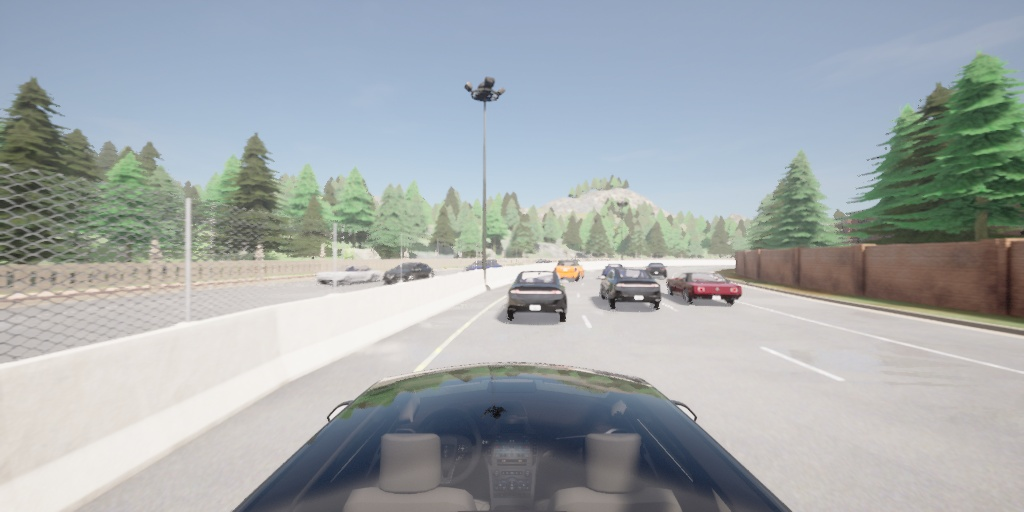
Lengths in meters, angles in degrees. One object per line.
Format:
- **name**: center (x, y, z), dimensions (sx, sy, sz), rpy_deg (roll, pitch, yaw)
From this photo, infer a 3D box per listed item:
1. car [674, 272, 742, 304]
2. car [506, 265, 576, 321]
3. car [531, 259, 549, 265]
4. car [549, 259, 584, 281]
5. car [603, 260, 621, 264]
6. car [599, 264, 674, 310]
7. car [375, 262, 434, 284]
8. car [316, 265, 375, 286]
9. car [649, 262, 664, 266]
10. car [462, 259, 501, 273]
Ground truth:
- **car**: center (8.579, 1.377, 16.524), dimensions (1.895, 1.301, 4.718), rpy_deg (0, 0, 10)
- **car**: center (0.942, 1.239, 12.477), dimensions (2.128, 1.511, 4.902), rpy_deg (0, 0, 7)
- **car**: center (5.136, 1.226, 62.653), dimensions (2.128, 1.511, 4.902), rpy_deg (0, 0, 34)
- **car**: center (4.791, 1.104, 29.898), dimensions (2.097, 1.767, 4.553), rpy_deg (0, 0, 17)
- **car**: center (9.197, 1.333, 32.036), dimensions (1.994, 1.385, 4.181), rpy_deg (0, 0, 19)
- **car**: center (4.810, 1.253, 15.001), dimensions (2.128, 1.511, 4.902), rpy_deg (0, 0, 8)
- **car**: center (-7.413, 1.209, 25.993), dimensions (1.837, 1.490, 4.892), rpy_deg (0, 0, 15)
- **car**: center (-11.268, 1.289, 25.044), dimensions (1.895, 1.301, 4.718), rpy_deg (0, 0, 13)
- **car**: center (13.481, 1.312, 33.527), dimensions (1.812, 1.442, 4.674), rpy_deg (0, 0, 21)
- **car**: center (-2.515, 1.073, 30.591), dimensions (2.097, 1.767, 4.553), rpy_deg (0, 0, 18)
